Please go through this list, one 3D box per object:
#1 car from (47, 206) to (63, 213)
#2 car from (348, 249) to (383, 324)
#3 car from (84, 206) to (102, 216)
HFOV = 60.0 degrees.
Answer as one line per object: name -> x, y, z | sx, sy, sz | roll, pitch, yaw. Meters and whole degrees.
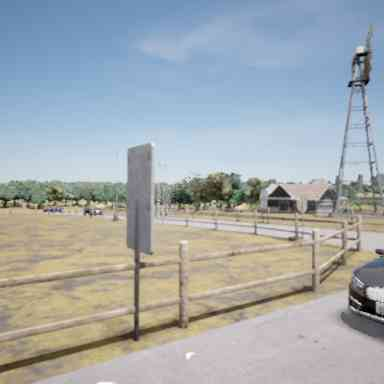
car -> -33.530, 4.295, 82.312 | 2.097, 1.767, 4.553 | 1, -3, -35
car -> 4.976, 1.547, 6.449 | 4.902, 1.511, 2.128 | 0, 0, -35
car -> -15.550, 2.905, 52.045 | 2.128, 1.511, 4.902 | 1, -2, -35
